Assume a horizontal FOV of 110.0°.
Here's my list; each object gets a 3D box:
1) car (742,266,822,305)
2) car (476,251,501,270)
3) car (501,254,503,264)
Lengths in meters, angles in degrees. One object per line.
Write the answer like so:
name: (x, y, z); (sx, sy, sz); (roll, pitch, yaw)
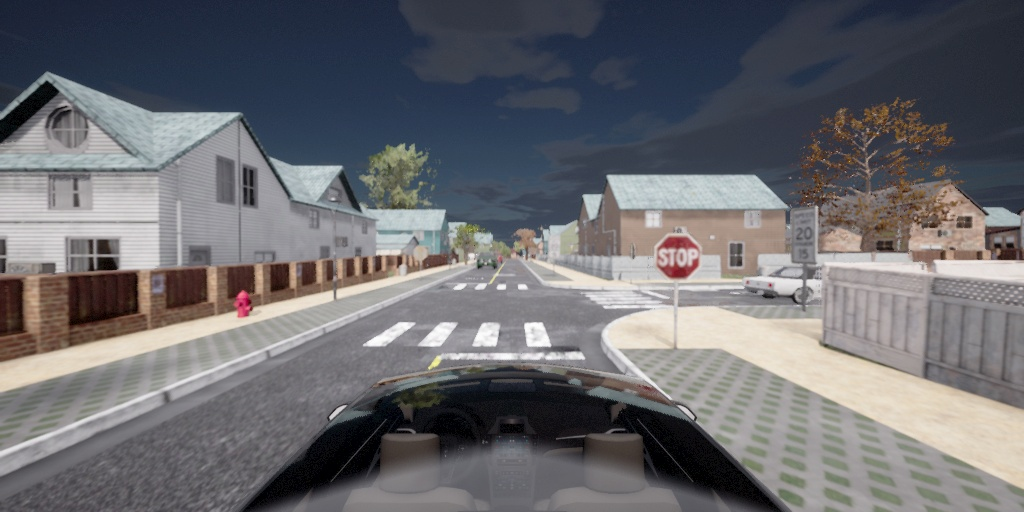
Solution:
car: (11.418, 1.037, 13.285); (4.718, 1.301, 1.895); (-1, 1, 0)
car: (-2.824, 0.465, 41.497); (2.150, 2.045, 5.566); (0, 1, 1)
car: (-2.749, 0.271, 62.348); (2.150, 2.045, 5.566); (0, 0, 0)
